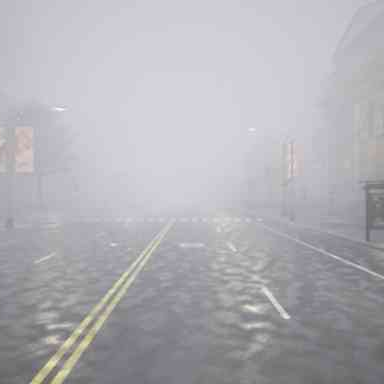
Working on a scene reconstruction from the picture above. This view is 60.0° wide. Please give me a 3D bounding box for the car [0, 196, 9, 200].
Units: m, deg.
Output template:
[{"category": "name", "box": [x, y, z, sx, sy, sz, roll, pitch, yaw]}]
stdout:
[{"category": "car", "box": [-46.072, 2.137, 78.217, 4.674, 1.452, 2.002, 0, -1, 0]}]
